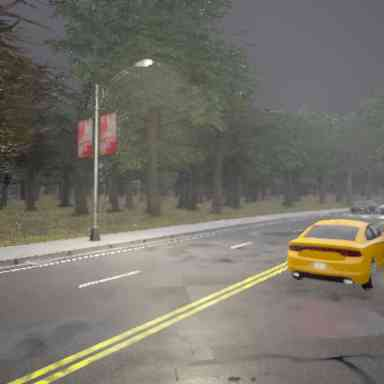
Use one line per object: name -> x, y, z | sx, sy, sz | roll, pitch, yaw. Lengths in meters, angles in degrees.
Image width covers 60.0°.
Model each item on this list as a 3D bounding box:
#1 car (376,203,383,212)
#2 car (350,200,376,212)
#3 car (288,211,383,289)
car -> 21.745, 1.507, 35.459 | 4.553, 1.767, 2.097 | 0, -1, -44
car -> 19.663, 1.710, 37.985 | 4.892, 1.490, 1.837 | 0, -1, -44
car -> 4.406, 1.537, 9.535 | 1.882, 1.535, 5.008 | -1, -1, 37
